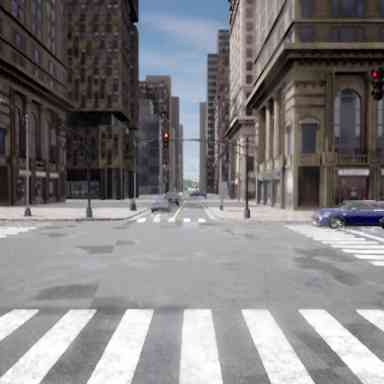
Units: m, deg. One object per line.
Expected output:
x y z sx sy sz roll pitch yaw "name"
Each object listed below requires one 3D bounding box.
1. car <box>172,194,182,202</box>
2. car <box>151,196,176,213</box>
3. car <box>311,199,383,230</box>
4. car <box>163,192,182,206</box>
-2.978 1.180 67.288 1.812 1.442 4.674 0 0 0 "car"
-3.113 1.410 34.629 2.033 1.411 5.357 0 0 0 "car"
9.618 1.291 19.933 4.553 1.767 2.097 1 1 0 "car"
-3.081 1.017 50.533 2.150 2.045 5.566 0 1 0 "car"
